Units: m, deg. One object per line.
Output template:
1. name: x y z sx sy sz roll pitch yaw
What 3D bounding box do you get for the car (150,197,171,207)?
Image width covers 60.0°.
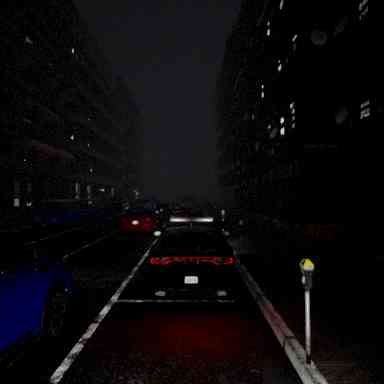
1. car: -2.972 1.570 34.919 1.812 1.442 4.674 0 0 0

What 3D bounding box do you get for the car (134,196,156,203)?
1. car: -5.824 1.585 41.318 1.812 1.442 4.674 0 0 0

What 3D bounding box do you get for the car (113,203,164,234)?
1. car: -2.970 1.580 19.448 1.994 1.385 4.181 0 0 0

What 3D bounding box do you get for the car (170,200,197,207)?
1. car: -0.437 1.572 26.224 1.887 1.381 4.507 1 0 0

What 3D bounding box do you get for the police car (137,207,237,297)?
1. police car: -0.012 1.430 8.763 1.930 1.638 5.238 0 0 0

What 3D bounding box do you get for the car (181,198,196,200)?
1. car: -0.437 1.582 31.754 1.887 1.381 4.507 1 0 0

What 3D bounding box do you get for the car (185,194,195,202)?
1. car: -0.469 1.521 81.536 2.192 1.841 5.009 1 0 0

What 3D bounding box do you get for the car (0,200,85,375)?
1. car: -3.020 1.225 3.095 2.150 2.045 5.566 0 0 0

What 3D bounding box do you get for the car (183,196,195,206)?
1. car: -0.470 1.553 59.411 1.967 1.590 4.097 1 0 0

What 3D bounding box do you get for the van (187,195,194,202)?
1. van: -0.470 1.575 87.068 1.690 1.788 3.998 1 0 0

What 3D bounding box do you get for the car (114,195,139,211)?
1. car: -8.312 1.379 42.876 2.192 1.841 5.009 1 0 0

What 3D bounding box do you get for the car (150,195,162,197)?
1. car: -8.314 1.470 70.528 2.192 1.841 5.009 1 0 0

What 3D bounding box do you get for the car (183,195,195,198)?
1. car: -0.427 1.490 37.286 1.967 1.590 4.097 1 0 0

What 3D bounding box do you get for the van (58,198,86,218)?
1. van: -8.311 1.358 20.753 1.690 1.788 3.998 2 0 0

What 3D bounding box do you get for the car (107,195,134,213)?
1. car: -8.312 1.365 37.346 2.192 1.841 5.009 1 0 0

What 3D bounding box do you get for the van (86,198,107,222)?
1. van: -8.312 1.368 26.285 1.690 1.788 3.998 1 0 0
